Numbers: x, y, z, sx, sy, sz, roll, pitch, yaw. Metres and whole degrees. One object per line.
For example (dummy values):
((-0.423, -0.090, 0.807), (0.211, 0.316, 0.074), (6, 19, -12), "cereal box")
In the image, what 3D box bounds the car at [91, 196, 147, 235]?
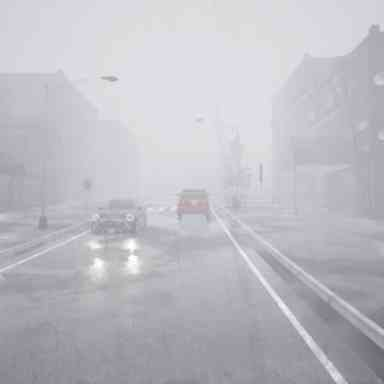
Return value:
((-3.589, 1.086, 17.018), (2.097, 1.767, 4.553), (0, 2, 0), "car")

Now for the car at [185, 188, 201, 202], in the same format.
((0.123, 0.365, 42.366), (1.882, 1.535, 5.008), (0, 2, 0), "car")

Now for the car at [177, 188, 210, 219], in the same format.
((0.114, 0.732, 23.772), (2.150, 2.045, 5.566), (0, 2, 0), "car")
